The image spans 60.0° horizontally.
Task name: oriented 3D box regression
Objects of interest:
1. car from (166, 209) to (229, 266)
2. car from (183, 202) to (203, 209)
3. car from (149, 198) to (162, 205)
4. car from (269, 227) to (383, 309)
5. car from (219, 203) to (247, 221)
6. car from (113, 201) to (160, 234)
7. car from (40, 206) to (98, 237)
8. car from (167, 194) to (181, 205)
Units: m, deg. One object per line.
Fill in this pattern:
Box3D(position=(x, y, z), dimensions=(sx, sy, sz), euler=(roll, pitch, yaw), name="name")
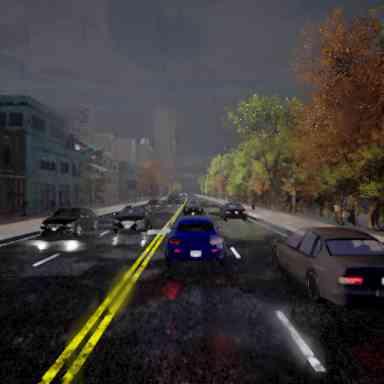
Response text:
Box3D(position=(0.115, 1.551, 11.543), dimensions=(1.812, 1.442, 4.674), euler=(0, 0, 0), name="car")
Box3D(position=(0.105, 1.670, 32.351), dimensions=(1.895, 1.301, 4.718), euler=(0, 0, 0), name="car")
Box3D(position=(-6.535, 1.690, 58.926), dimensions=(1.994, 1.385, 4.181), euler=(0, 0, 1), name="car")
Box3D(position=(3.350, 1.565, 8.141), dimensions=(2.033, 1.411, 5.357), euler=(0, 0, 0), name="car")
Box3D(position=(3.353, 1.606, 27.588), dimensions=(2.033, 1.411, 5.357), euler=(0, 0, 0), name="car")
Box3D(position=(-3.346, 1.534, 19.724), dimensions=(2.128, 1.511, 4.902), euler=(0, 0, 0), name="car")
Box3D(position=(-6.597, 1.544, 18.350), dimensions=(1.837, 1.490, 4.892), euler=(0, 0, 0), name="car")
Box3D(position=(-3.271, 1.353, 61.082), dimensions=(2.150, 2.045, 5.566), euler=(0, 0, 1), name="car")
